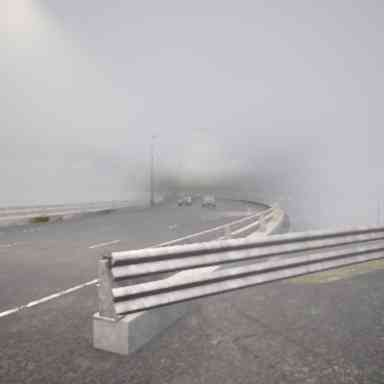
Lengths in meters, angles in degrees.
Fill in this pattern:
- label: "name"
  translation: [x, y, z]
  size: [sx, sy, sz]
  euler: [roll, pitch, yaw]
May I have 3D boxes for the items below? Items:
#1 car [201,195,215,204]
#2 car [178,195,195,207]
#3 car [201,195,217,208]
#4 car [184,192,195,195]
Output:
- label: "car"
  translation: [2.814, 1.285, 61.011]
  size: [2.128, 1.511, 4.902]
  euler: [0, 0, -2]
- label: "car"
  translation: [-0.890, 1.444, 48.563]
  size: [1.895, 1.301, 4.718]
  euler: [0, 0, 5]
- label: "car"
  translation: [2.455, 1.390, 46.236]
  size: [2.033, 1.411, 5.357]
  euler: [0, 0, 5]
- label: "car"
  translation: [-0.602, 1.026, 60.119]
  size: [2.150, 2.045, 5.566]
  euler: [0, 0, -4]
